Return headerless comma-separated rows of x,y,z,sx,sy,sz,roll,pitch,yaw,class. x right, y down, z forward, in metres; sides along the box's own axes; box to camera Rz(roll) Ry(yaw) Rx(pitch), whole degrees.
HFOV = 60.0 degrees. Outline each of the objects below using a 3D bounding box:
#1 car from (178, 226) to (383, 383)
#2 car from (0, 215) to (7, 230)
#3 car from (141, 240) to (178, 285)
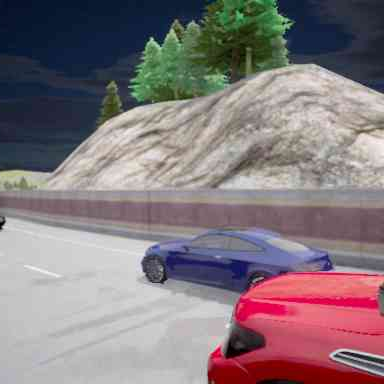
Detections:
2.799,1.236,2.062,5.566,2.045,2.150,0,0,35,car
-12.788,1.591,19.894,1.895,1.301,4.718,0,0,-45,car
0.867,1.540,7.850,4.674,1.442,1.812,0,0,37,car
